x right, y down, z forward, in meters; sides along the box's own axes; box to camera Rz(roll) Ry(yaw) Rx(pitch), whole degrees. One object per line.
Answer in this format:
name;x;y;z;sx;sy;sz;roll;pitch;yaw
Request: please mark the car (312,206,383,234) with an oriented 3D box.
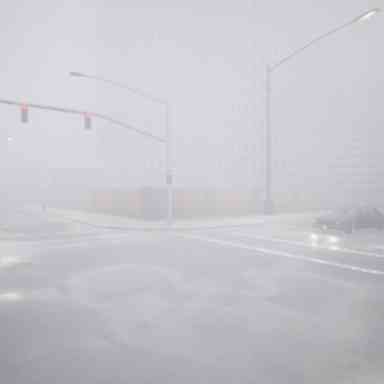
car;9.267;1.486;18.956;5.357;1.411;2.033;0;0;-31
